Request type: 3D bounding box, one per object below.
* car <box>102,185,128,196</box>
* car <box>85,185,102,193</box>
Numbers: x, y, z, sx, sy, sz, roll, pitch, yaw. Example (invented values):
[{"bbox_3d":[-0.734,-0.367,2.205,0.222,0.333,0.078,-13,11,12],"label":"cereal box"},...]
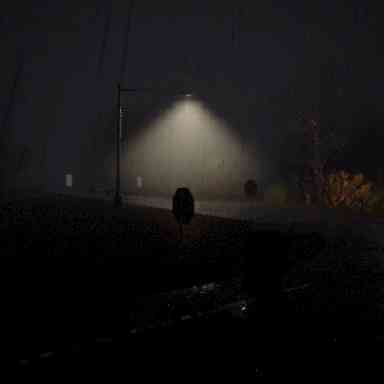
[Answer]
[{"bbox_3d":[-11.763,-0.375,51.738,2.097,1.767,4.553,0,2,-36],"label":"car"},{"bbox_3d":[-17.619,-0.502,59.892,2.033,1.411,5.357,0,2,-36],"label":"car"}]
